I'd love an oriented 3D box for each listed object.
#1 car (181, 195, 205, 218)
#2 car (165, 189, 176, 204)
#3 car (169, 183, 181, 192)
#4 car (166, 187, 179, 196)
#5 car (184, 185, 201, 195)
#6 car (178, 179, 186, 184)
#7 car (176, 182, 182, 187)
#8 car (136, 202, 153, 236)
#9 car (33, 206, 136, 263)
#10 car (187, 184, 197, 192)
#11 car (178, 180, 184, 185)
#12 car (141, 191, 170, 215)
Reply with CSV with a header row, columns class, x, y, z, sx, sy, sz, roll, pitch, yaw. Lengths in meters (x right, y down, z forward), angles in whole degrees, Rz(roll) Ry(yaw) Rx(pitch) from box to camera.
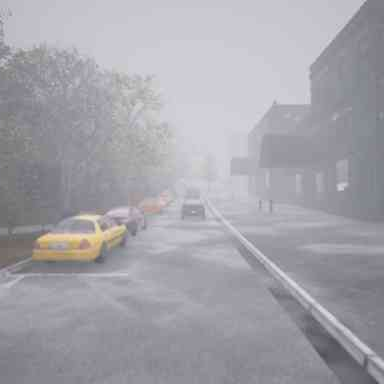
class,x,y,z,sx,sy,sz,roll,pitch,yaw
car,0.093,1.308,28.021,1.882,1.535,5.008,0,1,0
car,-3.641,0.841,42.369,1.946,1.575,5.366,1,2,2
car,-3.669,-0.172,59.215,2.185,1.767,4.553,0,4,2
car,-3.646,0.592,48.103,2.231,1.521,4.892,1,3,2
car,0.088,0.399,46.746,2.150,2.045,5.566,0,3,0
car,-3.674,-2.082,92.648,2.163,1.488,4.792,0,4,2
car,-3.671,-0.512,64.776,2.185,1.767,4.553,0,4,2
car,-3.656,1.494,18.094,2.002,1.452,4.674,0,0,2
car,-3.647,1.470,11.957,1.946,1.575,5.366,0,1,2
car,-0.018,-0.932,74.641,2.033,1.411,5.357,0,4,0
car,-3.666,-1.431,81.681,1.946,1.575,5.366,0,4,2
car,-3.636,1.107,31.351,2.185,1.767,4.553,2,2,2
